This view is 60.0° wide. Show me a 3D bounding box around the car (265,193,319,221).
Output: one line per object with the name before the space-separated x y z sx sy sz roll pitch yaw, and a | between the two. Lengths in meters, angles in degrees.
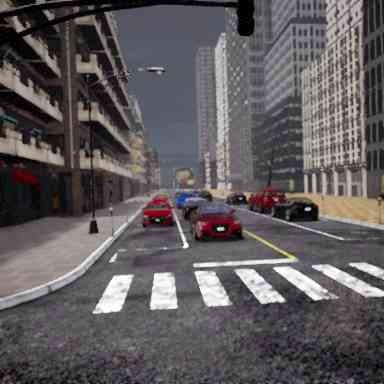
car | 6.324 0.964 20.679 1.947 1.339 4.313 -2 1 -5

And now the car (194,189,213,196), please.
car | 1.704 0.594 44.774 1.837 1.490 4.892 -2 1 -4

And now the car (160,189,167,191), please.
car | -4.254 0.760 47.354 1.752 1.417 4.829 -2 1 -5

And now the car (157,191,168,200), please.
car | -5.164 0.621 58.531 1.947 1.339 4.313 -2 1 -5

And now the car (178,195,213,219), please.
car | 0.256 1.135 23.852 1.895 1.301 4.718 -2 1 -5

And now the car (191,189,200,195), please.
car | 0.942 -0.104 86.726 2.008 1.369 4.403 -2 1 -5

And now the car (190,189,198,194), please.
car | 0.494 -0.188 92.231 2.008 1.369 4.403 -2 1 -5

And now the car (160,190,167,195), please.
car | -7.855 0.090 91.556 1.887 1.381 4.507 -2 1 -5

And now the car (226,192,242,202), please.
car | 4.978 0.692 37.191 1.947 1.339 4.313 -2 1 -5

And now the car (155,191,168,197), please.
car | -3.370 0.955 36.515 1.887 1.381 4.507 -2 1 -5

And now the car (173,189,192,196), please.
car | -1.387 0.698 44.600 1.837 1.490 4.892 -2 1 -4

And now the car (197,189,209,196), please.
car | 2.288 0.164 70.215 1.947 1.339 4.313 -2 1 -5

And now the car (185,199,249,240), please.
car | 0.966 1.244 15.101 1.994 1.385 4.181 -2 1 -5

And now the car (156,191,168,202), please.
car | -4.703 0.671 52.858 1.752 1.417 4.829 -2 1 -5

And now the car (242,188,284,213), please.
car | 5.869 0.622 26.179 2.192 1.841 5.009 -2 1 -5

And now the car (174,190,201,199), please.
car | -0.583 0.841 34.218 1.882 1.535 5.008 -2 1 -4

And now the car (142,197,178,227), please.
car | -2.024 1.227 20.004 1.887 1.381 4.507 -2 1 -5

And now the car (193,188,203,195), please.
car | 1.387 -0.131 81.220 1.967 1.590 4.097 -2 1 -5
